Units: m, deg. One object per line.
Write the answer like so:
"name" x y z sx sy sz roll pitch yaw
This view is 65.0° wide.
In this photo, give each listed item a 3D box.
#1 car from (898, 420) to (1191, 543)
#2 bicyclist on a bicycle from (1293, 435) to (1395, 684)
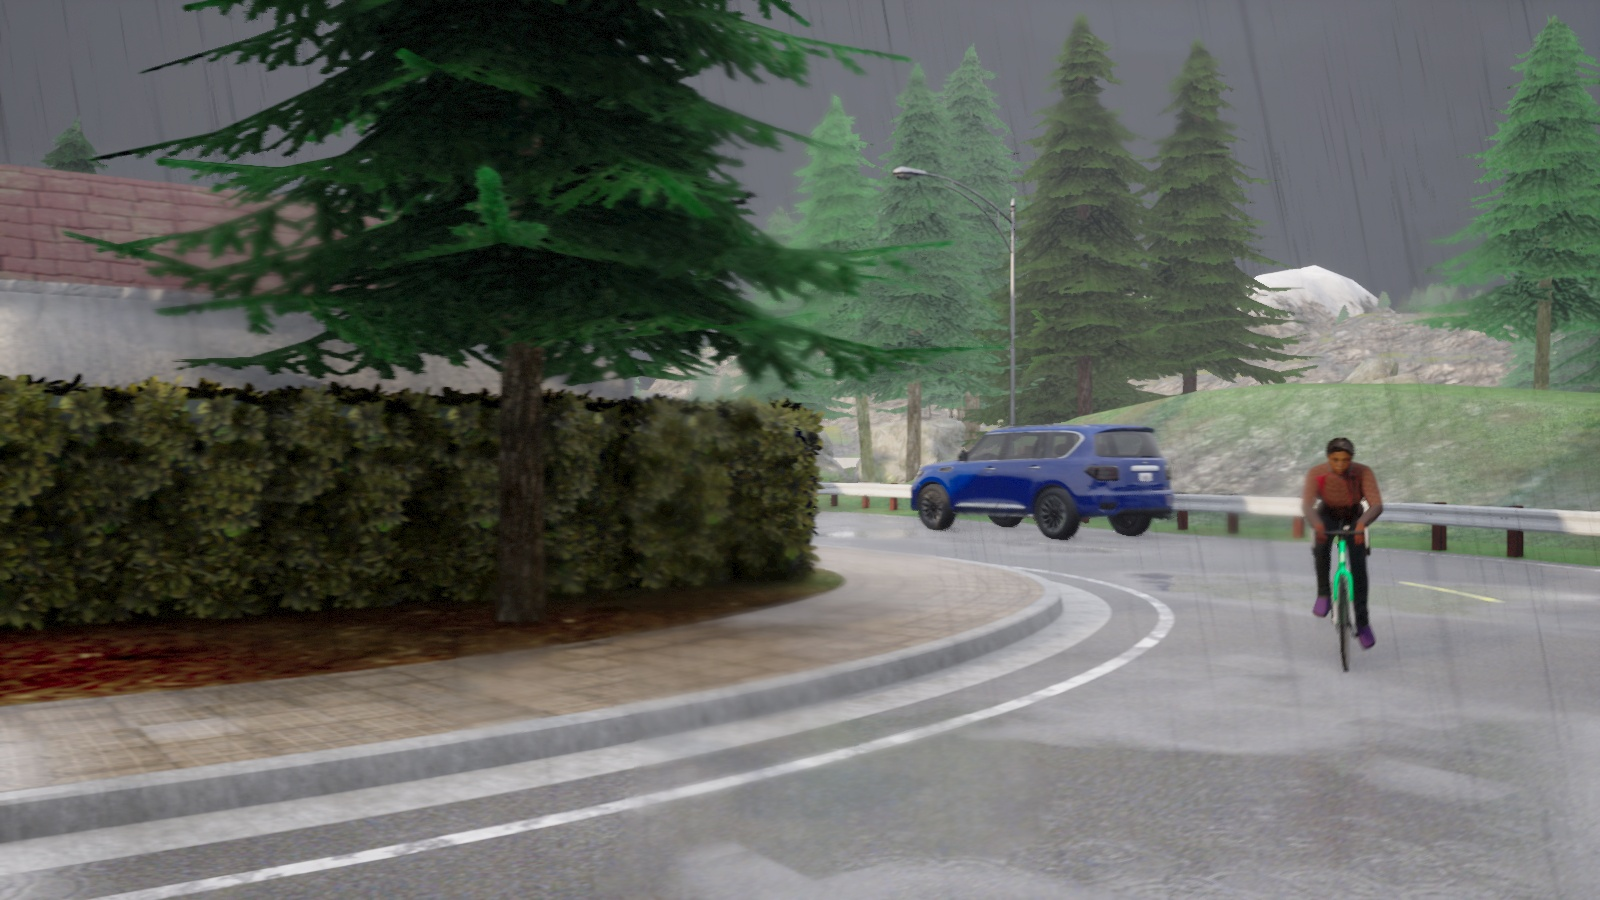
"car" 4.423 0.541 23.771 2.150 2.045 5.566 0 0 -34
"bicyclist on a bicycle" 3.899 0.716 9.031 0.582 1.620 1.656 -1 0 23
